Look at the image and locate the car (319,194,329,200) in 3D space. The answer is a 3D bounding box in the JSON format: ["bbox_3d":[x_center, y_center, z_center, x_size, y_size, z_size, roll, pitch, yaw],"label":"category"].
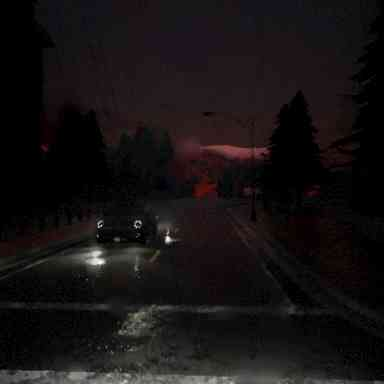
[{"bbox_3d":[33.393,1.193,84.191,1.845,1.501,3.633,0,0,3],"label":"car"}]

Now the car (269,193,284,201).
[{"bbox_3d":[17.312,1.264,66.737,1.845,1.501,3.633,0,0,3],"label":"car"}]

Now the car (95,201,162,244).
[{"bbox_3d":[-2.919,1.327,15.647,2.097,1.767,4.553,0,0,3],"label":"car"}]

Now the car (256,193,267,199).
[{"bbox_3d":[18.909,1.176,92.722,2.007,1.523,4.514,0,0,3],"label":"car"}]

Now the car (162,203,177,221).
[{"bbox_3d":[-2.344,1.553,26.467,1.895,1.301,4.718,0,0,3],"label":"car"}]

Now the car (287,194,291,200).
[{"bbox_3d":[20.745,1.264,73.960,1.970,1.475,3.806,0,0,3],"label":"car"}]

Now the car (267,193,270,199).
[{"bbox_3d":[22.043,1.172,92.581,2.152,1.636,5.027,0,0,3],"label":"car"}]
